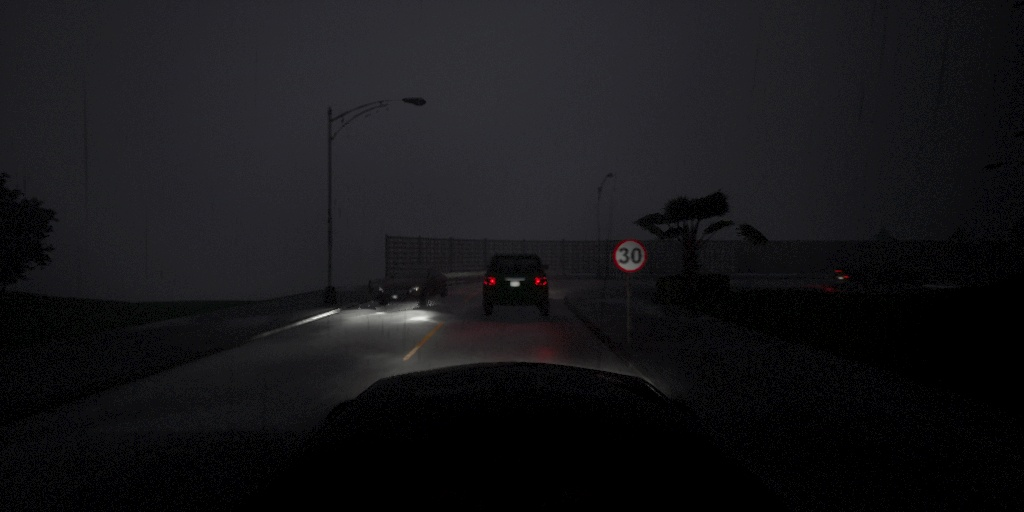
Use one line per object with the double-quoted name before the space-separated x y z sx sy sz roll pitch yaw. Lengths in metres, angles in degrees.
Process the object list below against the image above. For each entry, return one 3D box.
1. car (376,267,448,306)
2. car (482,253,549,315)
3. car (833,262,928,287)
"car" -4.088 1.206 15.422 1.812 1.442 4.674 -1 0 5
"car" 0.213 0.911 13.459 2.150 2.045 5.566 0 0 3
"car" 23.136 1.145 22.587 4.892 1.490 1.837 0 0 0
